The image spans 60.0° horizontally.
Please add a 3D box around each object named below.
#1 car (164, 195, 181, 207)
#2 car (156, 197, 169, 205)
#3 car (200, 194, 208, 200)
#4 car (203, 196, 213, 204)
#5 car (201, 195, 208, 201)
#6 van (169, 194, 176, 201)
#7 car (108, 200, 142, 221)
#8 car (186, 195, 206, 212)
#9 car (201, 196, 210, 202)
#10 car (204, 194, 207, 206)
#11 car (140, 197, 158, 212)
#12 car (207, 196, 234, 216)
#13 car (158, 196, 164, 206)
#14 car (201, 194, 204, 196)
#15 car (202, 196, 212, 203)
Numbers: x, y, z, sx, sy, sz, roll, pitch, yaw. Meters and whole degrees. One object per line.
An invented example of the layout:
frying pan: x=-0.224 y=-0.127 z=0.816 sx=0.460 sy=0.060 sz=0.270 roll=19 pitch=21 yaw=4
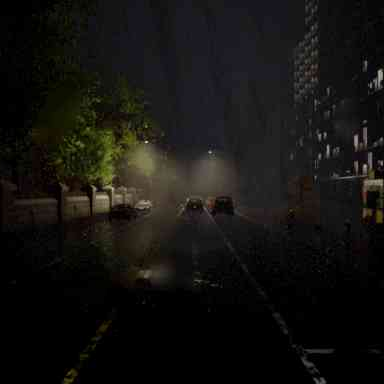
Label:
car: x=-2.774 y=1.589 z=50.985 sx=1.994 sy=1.385 sz=4.181 roll=0 pitch=0 yaw=0
car: x=-5.308 y=1.586 z=60.629 sx=2.008 sy=1.369 sz=4.403 roll=0 pitch=0 yaw=0
car: x=3.286 y=1.412 z=94.369 sx=2.192 sy=1.841 sz=5.009 roll=0 pitch=0 yaw=0
car: x=3.107 y=1.588 z=66.207 sx=1.887 sy=1.381 sz=4.507 roll=0 pitch=0 yaw=0
car: x=3.252 y=1.611 z=88.906 sx=1.752 sy=1.417 sz=4.829 roll=0 pitch=0 yaw=0
van: x=-5.130 y=1.427 z=88.790 sx=1.690 sy=1.788 sz=3.998 roll=0 pitch=0 yaw=0
car: x=-5.523 y=1.594 z=26.836 sx=1.802 sy=1.307 sz=4.206 roll=0 pitch=0 yaw=0
car: x=0.334 y=1.497 z=39.071 sx=1.882 sy=1.535 sz=5.008 roll=0 pitch=0 yaw=0
car: x=3.179 y=1.609 z=77.472 sx=1.887 sy=1.381 sz=4.507 roll=0 pitch=0 yaw=0
car: x=3.037 y=1.554 z=55.114 sx=1.752 sy=1.417 sz=4.829 roll=0 pitch=0 yaw=0
car: x=-5.452 y=1.569 z=38.102 sx=2.008 sy=1.369 sz=4.403 roll=0 pitch=0 yaw=0
car: x=2.893 y=1.330 z=32.415 sx=2.192 sy=1.841 sz=5.009 roll=0 pitch=0 yaw=0
car: x=-5.344 y=1.469 z=54.997 sx=1.967 sy=1.590 sz=4.097 roll=0 pitch=0 yaw=0
car: x=0.349 y=1.377 z=49.188 sx=2.097 sy=1.767 sz=4.553 roll=0 pitch=0 yaw=1
car: x=3.143 y=1.620 z=71.839 sx=1.947 sy=1.339 sz=4.313 roll=0 pitch=0 yaw=0
